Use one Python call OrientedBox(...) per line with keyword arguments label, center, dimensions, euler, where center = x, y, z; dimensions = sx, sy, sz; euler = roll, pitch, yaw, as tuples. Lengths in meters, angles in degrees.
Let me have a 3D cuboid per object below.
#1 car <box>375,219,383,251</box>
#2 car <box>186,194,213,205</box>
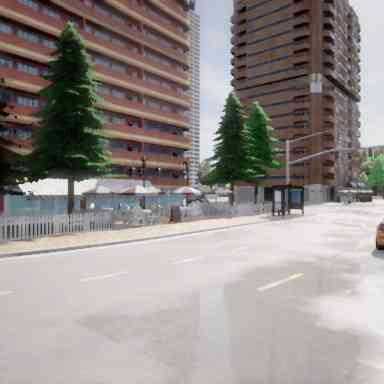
OrientedBox(label="car", center=(8.945, 1.364, 13.378), dimensions=(2.097, 1.767, 4.553), euler=(0, 0, 40))
OrientedBox(label="car", center=(0.913, 1.613, 58.589), dimensions=(4.674, 1.442, 1.812), euler=(0, 0, 40))
